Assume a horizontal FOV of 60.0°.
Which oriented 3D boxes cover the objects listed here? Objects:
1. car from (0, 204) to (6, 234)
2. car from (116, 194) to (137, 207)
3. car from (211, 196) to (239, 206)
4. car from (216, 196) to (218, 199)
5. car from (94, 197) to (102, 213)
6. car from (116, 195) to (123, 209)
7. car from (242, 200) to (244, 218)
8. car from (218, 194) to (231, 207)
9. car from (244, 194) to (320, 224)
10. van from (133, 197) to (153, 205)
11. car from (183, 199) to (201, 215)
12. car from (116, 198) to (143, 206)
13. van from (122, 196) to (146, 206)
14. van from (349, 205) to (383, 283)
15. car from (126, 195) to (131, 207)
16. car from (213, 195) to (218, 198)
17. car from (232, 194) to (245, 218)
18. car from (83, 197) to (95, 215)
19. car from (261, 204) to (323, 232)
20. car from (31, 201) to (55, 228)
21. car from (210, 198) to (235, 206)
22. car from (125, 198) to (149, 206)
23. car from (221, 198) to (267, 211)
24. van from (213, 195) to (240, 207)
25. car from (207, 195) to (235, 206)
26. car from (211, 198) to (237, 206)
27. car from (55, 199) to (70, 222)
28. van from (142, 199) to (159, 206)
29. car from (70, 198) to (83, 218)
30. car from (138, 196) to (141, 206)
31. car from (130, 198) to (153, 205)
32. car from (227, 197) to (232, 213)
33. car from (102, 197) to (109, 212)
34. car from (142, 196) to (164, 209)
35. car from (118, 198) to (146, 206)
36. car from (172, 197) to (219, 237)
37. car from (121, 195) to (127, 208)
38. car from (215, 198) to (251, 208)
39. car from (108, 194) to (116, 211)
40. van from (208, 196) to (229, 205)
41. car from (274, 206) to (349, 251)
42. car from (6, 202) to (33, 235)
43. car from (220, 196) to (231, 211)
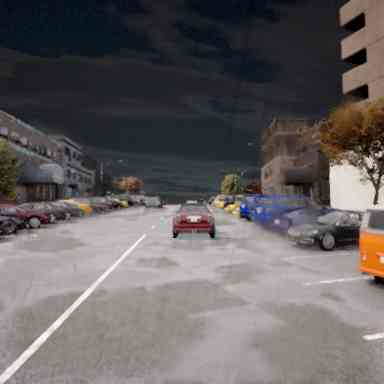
[{"bbox_3d":[-11.351,1.482,14.699,5.008,1.535,2.097,-1,0,-21],"label":"car"},{"bbox_3d":[-11.644,1.382,49.901,5.566,2.045,2.435,-1,-1,-20],"label":"car"},{"bbox_3d":[6.156,1.722,61.959,4.553,1.767,2.185,1,-2,-20],"label":"car"},{"bbox_3d":[6.394,1.570,44.074,5.366,1.575,1.946,1,-1,-20],"label":"car"},{"bbox_3d":[-11.493,1.370,32.317,4.553,1.767,2.185,-1,0,-20],"label":"car"},{"bbox_3d":[-11.572,1.536,41.114,5.008,1.535,2.097,-1,0,-20],"label":"car"},{"bbox_3d":[6.348,1.507,23.043,4.892,1.521,2.231,1,0,-20],"label":"car"},{"bbox_3d":[6.279,1.277,38.039,5.566,2.045,2.435,1,-1,-20],"label":"car"},{"bbox_3d":[6.376,1.254,20.040,5.566,2.045,2.435,1,0,-20],"label":"car"},{"bbox_3d":[-11.693,2.125,79.205,4.442,1.987,1.878,0,-2,-20],"label":"van"},{"bbox_3d":[-0.028,1.550,35.821,1.812,1.442,4.674,0,0,0],"label":"car"},{"bbox_3d":[-11.601,1.872,61.662,4.792,1.488,2.163,0,-2,-20],"label":"car"},{"bbox_3d":[-11.733,1.758,67.478,4.442,1.987,1.878,0,-1,-20],"label":"van"},{"bbox_3d":[6.338,1.278,8.037,4.442,1.987,1.878,1,0,-19],"label":"van"},{"bbox_3d":[-11.779,1.592,46.917,5.366,1.575,1.946,-1,0,-20],"label":"car"},{"bbox_3d":[6.036,1.594,46.937,5.366,1.575,1.946,1,-1,-20],"label":"car"},{"bbox_3d":[6.368,1.256,26.058,5.566,2.045,2.435,1,0,-20],"label":"car"},{"bbox_3d":[-11.492,1.491,29.376,5.008,1.535,2.097,-1,0,-20],"label":"car"},{"bbox_3d":[6.355,1.534,17.024,4.792,1.488,2.163,1,0,-20],"label":"car"},{"bbox_3d":[-11.420,1.485,20.571,5.008,1.535,2.097,-1,0,-21],"label":"car"},{"bbox_3d":[6.221,2.020,67.959,4.792,1.488,2.163,1,-2,-20],"label":"car"},{"bbox_3d":[-11.618,2.103,70.446,4.674,1.452,2.002,0,-2,-20],"label":"car"},{"bbox_3d":[6.410,1.545,41.082,5.366,1.575,1.946,1,-1,-20],"label":"car"},{"bbox_3d":[6.079,1.556,58.930,4.442,1.987,1.878,1,-1,-20],"label":"van"},{"bbox_3d":[6.182,1.819,70.929,5.566,2.045,2.435,1,-1,-20],"label":"car"},{"bbox_3d":[6.183,1.955,64.955,4.674,1.452,2.002,1,-2,-20],"label":"car"},{"bbox_3d":[-11.438,1.488,23.506,4.892,1.521,2.231,-1,0,-21],"label":"car"},{"bbox_3d":[-11.583,2.975,93.817,4.442,1.987,1.878,1,-4,-19],"label":"van"},{"bbox_3d":[-11.464,1.490,26.438,4.892,1.521,2.231,-1,0,-20],"label":"car"},{"bbox_3d":[-11.620,1.727,55.781,4.892,1.521,2.231,-1,-1,-20],"label":"car"},{"bbox_3d":[-11.566,2.270,76.317,4.792,1.488,2.163,0,-2,-20],"label":"car"},{"bbox_3d":[6.143,1.502,28.976,5.366,1.575,1.946,1,0,-20],"label":"car"},{"bbox_3d":[-11.547,1.544,35.250,4.674,1.452,2.002,-1,0,-20],"label":"car"},{"bbox_3d":[-5.262,1.457,46.217,2.097,1.767,4.553,0,0,0],"label":"car"},{"bbox_3d":[-11.632,1.909,64.580,5.008,1.535,2.097,0,-2,-20],"label":"car"},{"bbox_3d":[0.083,1.359,18.055,2.097,1.767,4.553,0,0,0],"label":"car"},{"bbox_3d":[-11.599,1.564,44.045,5.008,1.535,2.097,-1,-1,-20],"label":"car"},{"bbox_3d":[6.172,1.667,49.979,4.792,1.488,2.163,1,-1,-20],"label":"car"},{"bbox_3d":[-11.534,1.392,38.183,4.553,1.767,2.185,-1,0,-20],"label":"car"},{"bbox_3d":[6.112,2.026,76.889,4.442,1.987,1.878,1,-2,-20],"label":"van"},{"bbox_3d":[6.313,1.505,14.004,4.892,1.521,2.231,1,0,-19],"label":"car"},{"bbox_3d":[-11.351,1.513,17.644,4.792,1.488,2.163,-1,0,-21],"label":"car"},{"bbox_3d":[6.096,1.511,34.968,5.366,1.575,1.946,1,0,-20],"label":"car"}]
